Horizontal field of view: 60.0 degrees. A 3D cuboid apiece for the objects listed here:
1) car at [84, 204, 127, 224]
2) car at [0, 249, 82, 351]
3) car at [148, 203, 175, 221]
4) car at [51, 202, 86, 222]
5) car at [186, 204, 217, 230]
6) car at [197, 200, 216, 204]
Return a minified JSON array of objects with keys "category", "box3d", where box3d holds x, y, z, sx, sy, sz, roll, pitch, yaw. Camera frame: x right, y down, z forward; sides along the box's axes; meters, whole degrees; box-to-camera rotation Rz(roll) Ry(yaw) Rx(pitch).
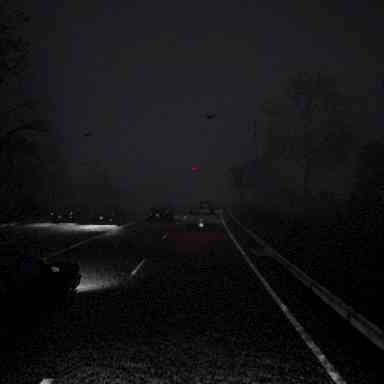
[{"category":"car","box3d":[-6.370,1.670,25.636,1.994,1.385,4.181,0,0,3]},{"category":"car","box3d":[-3.350,1.567,4.833,2.033,1.411,5.357,0,0,1]},{"category":"car","box3d":[-2.537,1.644,28.053,1.812,1.442,4.674,0,0,3]},{"category":"car","box3d":[-9.788,1.617,27.329,1.837,1.490,4.892,0,0,3]},{"category":"car","box3d":[0.647,1.695,22.009,1.895,1.301,4.718,0,0,3]},{"category":"car","box3d":[1.683,1.669,38.406,1.837,1.490,4.892,0,0,4]}]
